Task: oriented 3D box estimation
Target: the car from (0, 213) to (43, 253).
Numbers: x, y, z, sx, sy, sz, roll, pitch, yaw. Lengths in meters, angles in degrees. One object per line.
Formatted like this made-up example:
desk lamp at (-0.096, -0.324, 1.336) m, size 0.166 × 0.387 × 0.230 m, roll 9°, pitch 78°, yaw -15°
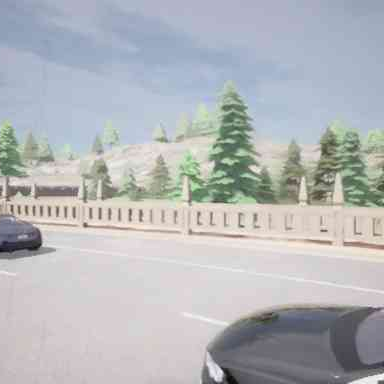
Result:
car at (-7.520, 1.486, 12.261) m, size 4.181 × 1.385 × 1.994 m, roll 0°, pitch 0°, yaw 28°

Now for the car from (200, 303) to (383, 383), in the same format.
car at (2.304, 1.483, 2.144) m, size 4.902 × 1.511 × 2.128 m, roll 0°, pitch 0°, yaw 35°
